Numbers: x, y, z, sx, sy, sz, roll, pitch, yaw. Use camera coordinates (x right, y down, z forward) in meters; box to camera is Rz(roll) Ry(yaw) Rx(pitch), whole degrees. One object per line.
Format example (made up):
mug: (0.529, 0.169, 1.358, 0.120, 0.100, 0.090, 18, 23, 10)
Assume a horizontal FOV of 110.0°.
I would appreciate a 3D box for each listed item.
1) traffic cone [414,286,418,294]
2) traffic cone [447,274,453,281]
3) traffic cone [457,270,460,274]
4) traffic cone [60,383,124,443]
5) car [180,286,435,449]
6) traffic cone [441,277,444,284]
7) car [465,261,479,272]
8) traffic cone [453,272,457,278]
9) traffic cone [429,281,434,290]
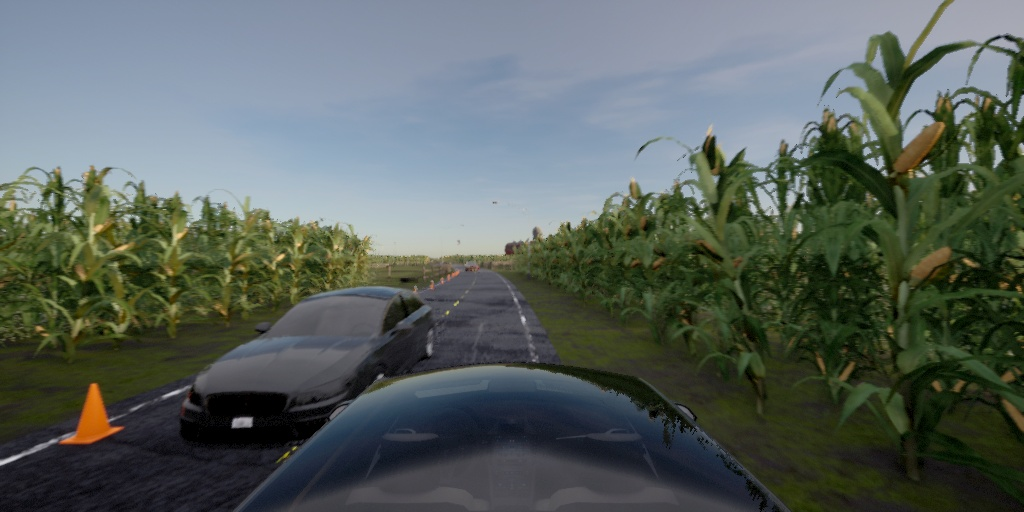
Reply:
traffic cone: (-5.091, 1.886, 18.957, 0.340, 0.580, 0.340, 0, 0, -2)
traffic cone: (-5.974, 2.036, 33.844, 0.340, 0.580, 0.340, 0, 0, -4)
traffic cone: (-6.850, 2.138, 43.748, 0.340, 0.580, 0.340, 0, 0, -6)
traffic cone: (-4.725, 1.736, 4.048, 0.340, 0.580, 0.340, 0, 0, 0)
car: (-2.493, 1.299, 5.707, 1.837, 1.490, 4.892, 0, -1, -1)
traffic cone: (-5.623, 1.986, 28.885, 0.340, 0.580, 0.340, 0, 0, -4)
car: (-6.776, 1.707, 60.621, 2.097, 1.767, 4.553, 0, -1, -11)
traffic cone: (-6.385, 2.087, 38.799, 0.340, 0.580, 0.340, 0, 0, -5)
traffic cone: (-5.328, 1.936, 23.922, 0.340, 0.580, 0.340, 0, 0, -3)
